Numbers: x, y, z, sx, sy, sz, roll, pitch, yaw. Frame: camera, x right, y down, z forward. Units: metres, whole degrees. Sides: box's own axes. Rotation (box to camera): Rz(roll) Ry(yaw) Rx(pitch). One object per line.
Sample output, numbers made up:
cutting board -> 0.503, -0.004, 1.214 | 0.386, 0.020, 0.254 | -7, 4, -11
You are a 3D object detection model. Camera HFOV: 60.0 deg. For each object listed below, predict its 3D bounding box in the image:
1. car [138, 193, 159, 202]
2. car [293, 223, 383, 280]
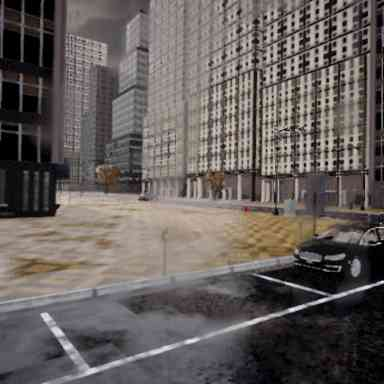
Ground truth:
car -> -7.341, 0.936, 55.846 | 2.128, 1.511, 4.902 | 1, 0, -34
car -> 4.959, 1.655, 10.244 | 4.403, 1.369, 2.008 | 1, 0, -35
